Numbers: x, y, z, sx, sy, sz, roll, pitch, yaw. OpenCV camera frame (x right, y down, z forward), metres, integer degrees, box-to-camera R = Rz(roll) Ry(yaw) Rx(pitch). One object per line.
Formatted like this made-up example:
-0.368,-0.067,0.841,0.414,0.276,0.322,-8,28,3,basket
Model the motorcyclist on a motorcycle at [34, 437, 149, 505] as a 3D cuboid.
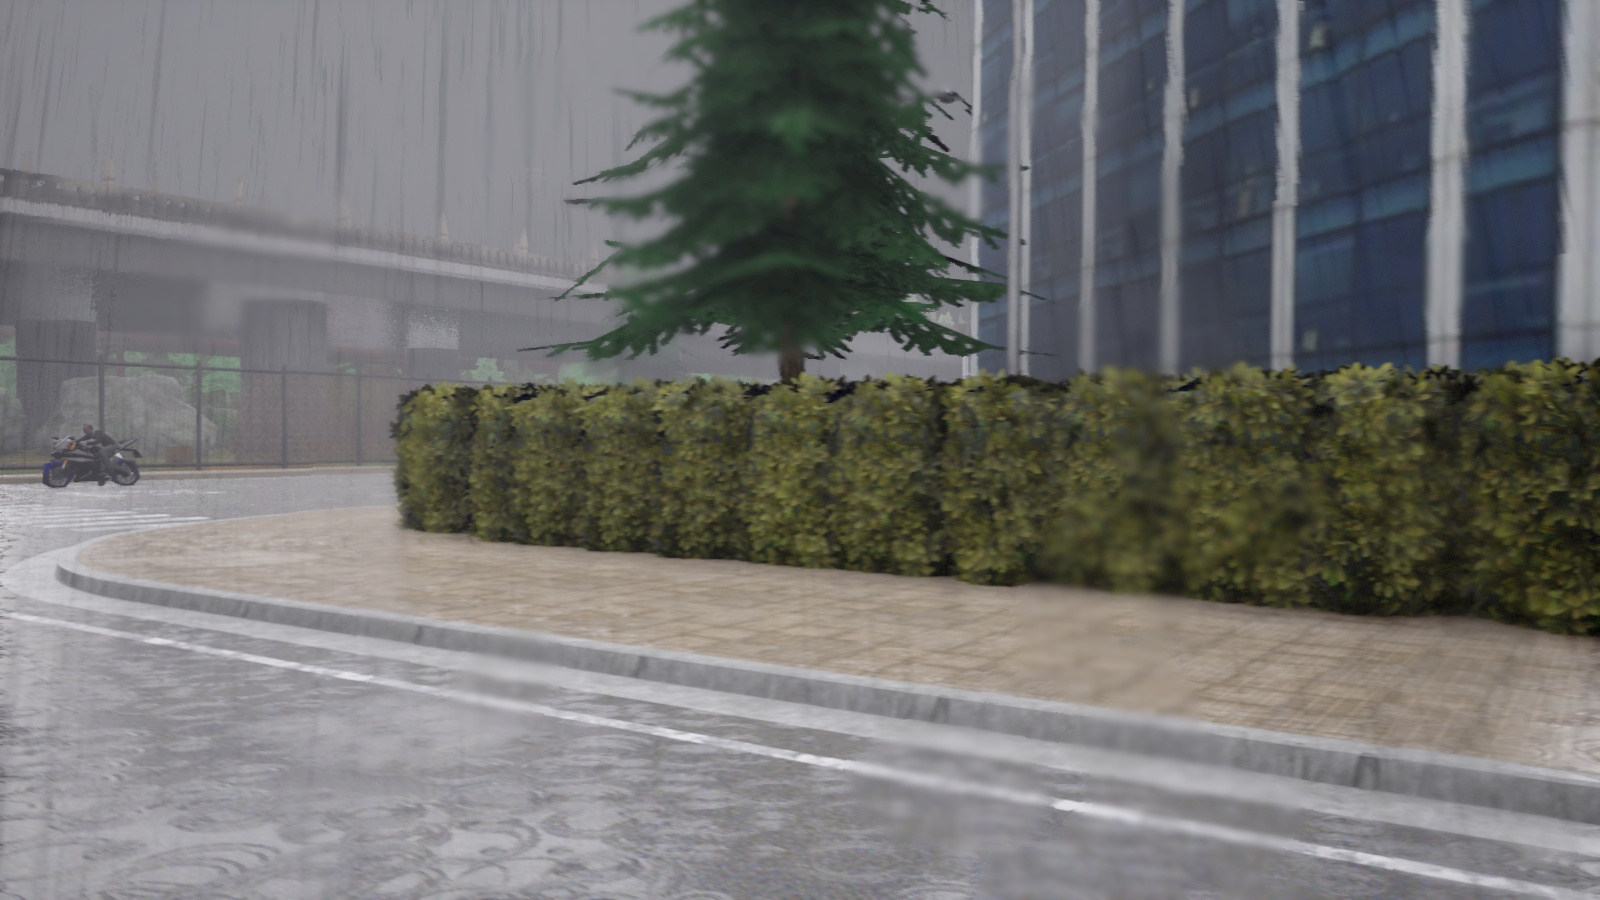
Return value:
-16.649,0.458,29.563,0.866,1.530,2.191,0,1,34,motorcyclist on a motorcycle
